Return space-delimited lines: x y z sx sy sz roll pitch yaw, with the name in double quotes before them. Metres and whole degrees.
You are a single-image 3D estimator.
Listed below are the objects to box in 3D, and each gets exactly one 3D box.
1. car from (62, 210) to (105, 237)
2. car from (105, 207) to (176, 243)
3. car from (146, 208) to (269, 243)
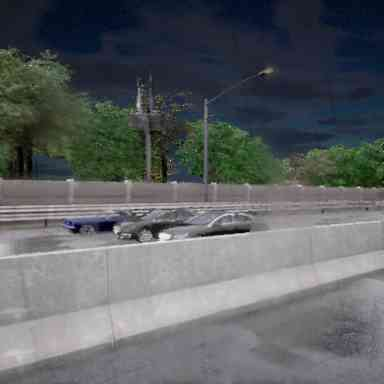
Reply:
"car" -4.439 1.618 18.023 4.718 1.301 1.895 0 0 -35
"car" -1.340 1.527 15.934 4.892 1.490 1.837 0 0 -35
"car" 0.963 1.515 13.277 4.902 1.511 2.128 0 0 -35
